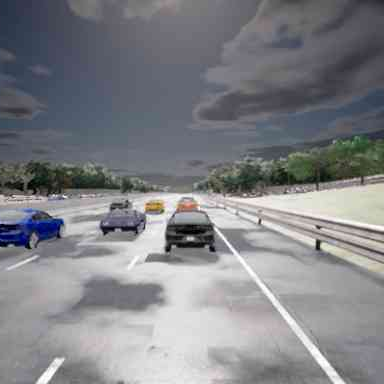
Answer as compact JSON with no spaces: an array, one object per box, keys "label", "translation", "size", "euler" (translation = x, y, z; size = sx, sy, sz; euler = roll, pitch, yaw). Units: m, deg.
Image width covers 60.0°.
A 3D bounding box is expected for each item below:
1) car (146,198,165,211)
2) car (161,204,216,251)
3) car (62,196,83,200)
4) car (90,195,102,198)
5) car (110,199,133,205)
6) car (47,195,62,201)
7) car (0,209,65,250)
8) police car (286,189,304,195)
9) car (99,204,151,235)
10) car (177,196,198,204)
[{"label":"car","translation":[-4.021,1.445,36.873],"size":[1.882,1.535,5.008],"euler":[0,0,-1]},{"label":"car","translation":[-0.093,1.472,14.088],"size":[1.882,1.535,5.008],"euler":[0,0,-1]},{"label":"car","translation":[-22.136,1.425,62.947],"size":[2.128,1.511,4.902],"euler":[0,0,-1]},{"label":"car","translation":[-18.670,1.406,65.310],"size":[1.837,1.490,4.892],"euler":[0,1,-1]},{"label":"car","translation":[-7.494,1.475,35.442],"size":[1.837,1.490,4.892],"euler":[0,0,-1]},{"label":"car","translation":[-25.624,1.400,62.857],"size":[1.882,1.535,5.008],"euler":[0,0,-1]},{"label":"car","translation":[-7.098,1.473,14.297],"size":[1.882,1.535,5.008],"euler":[0,0,-1]},{"label":"police car","translation":[21.844,0.211,70.986],"size":[2.038,1.542,4.974],"euler":[0,-3,-15]},{"label":"car","translation":[-3.674,1.592,18.631],"size":[1.895,1.301,4.718],"euler":[0,0,-1]},{"label":"car","translation":[-0.485,1.322,35.034],"size":[2.097,1.767,4.553],"euler":[0,0,-1]}]
